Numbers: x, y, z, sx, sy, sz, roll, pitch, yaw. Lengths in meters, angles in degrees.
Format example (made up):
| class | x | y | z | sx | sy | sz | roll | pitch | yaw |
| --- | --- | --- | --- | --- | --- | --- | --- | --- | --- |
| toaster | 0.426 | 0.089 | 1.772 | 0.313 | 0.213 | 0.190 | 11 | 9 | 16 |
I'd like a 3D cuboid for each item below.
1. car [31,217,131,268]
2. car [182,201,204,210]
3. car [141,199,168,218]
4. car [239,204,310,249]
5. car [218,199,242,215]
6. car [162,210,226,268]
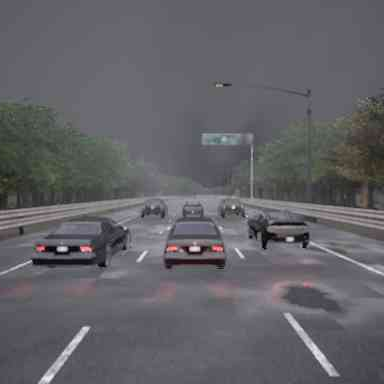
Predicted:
| class | x | y | z | sx | sy | sz | roll | pitch | yaw |
| --- | --- | --- | --- | --- | --- | --- | --- | --- | --- |
| car | -3.415 | 1.560 | 11.297 | 2.033 | 1.411 | 5.357 | 0 | 0 | 0 |
| car | 0.094 | 1.539 | 31.288 | 2.128 | 1.511 | 4.902 | 0 | 0 | 0 |
| car | -3.407 | 1.399 | 31.034 | 2.097 | 1.767 | 4.553 | 0 | 0 | 0 |
| car | 3.591 | 1.510 | 14.576 | 2.128 | 1.511 | 4.902 | 0 | 0 | 0 |
| car | 3.593 | 1.399 | 31.041 | 2.097 | 1.767 | 4.553 | 0 | 0 | 0 |
| car | 0.085 | 1.561 | 11.303 | 2.033 | 1.411 | 5.357 | 0 | 0 | 0 |
